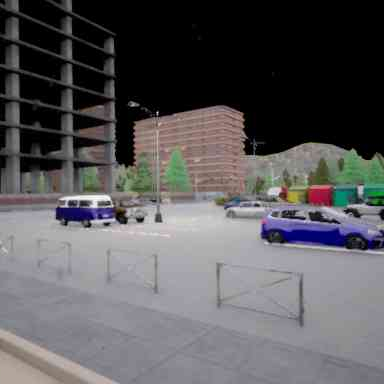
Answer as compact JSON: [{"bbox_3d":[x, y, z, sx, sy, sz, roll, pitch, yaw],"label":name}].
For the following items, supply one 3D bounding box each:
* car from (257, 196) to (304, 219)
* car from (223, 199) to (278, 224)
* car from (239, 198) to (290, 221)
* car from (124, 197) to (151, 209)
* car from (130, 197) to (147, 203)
[{"bbox_3d":[7.911,1.292,32.146,4.605,1.855,1.932,-1,0,36],"label":"car"},{"bbox_3d":[4.697,1.534,27.586,3.806,1.475,1.970,-1,0,36],"label":"car"},{"bbox_3d":[6.387,1.502,29.936,3.905,1.438,1.784,-1,0,36],"label":"car"},{"bbox_3d":[-9.910,2.058,62.855,1.895,1.301,4.718,-1,0,36],"label":"car"},{"bbox_3d":[-13.535,1.973,83.971,1.851,1.617,3.988,-1,0,36],"label":"car"}]
